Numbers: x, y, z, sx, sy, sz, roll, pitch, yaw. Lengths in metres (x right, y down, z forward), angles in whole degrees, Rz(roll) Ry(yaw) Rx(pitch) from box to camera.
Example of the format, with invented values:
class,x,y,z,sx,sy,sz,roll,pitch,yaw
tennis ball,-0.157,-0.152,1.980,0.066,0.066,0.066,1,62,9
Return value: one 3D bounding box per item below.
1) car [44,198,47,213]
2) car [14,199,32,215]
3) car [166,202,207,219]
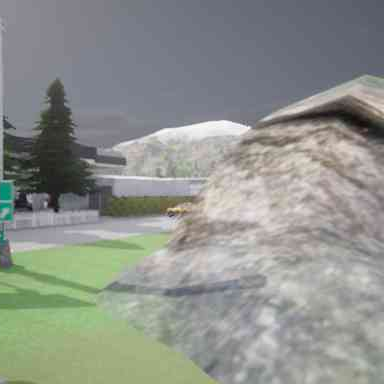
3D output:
class,x,y,z,sx,sy,sz,roll,pitch,yaw
car,-18.522,1.791,36.279,2.242,1.667,4.611,0,0,36
car,-16.503,1.603,29.439,1.905,1.878,3.866,0,0,36
car,-0.459,1.762,32.674,1.882,1.535,5.008,0,0,37
